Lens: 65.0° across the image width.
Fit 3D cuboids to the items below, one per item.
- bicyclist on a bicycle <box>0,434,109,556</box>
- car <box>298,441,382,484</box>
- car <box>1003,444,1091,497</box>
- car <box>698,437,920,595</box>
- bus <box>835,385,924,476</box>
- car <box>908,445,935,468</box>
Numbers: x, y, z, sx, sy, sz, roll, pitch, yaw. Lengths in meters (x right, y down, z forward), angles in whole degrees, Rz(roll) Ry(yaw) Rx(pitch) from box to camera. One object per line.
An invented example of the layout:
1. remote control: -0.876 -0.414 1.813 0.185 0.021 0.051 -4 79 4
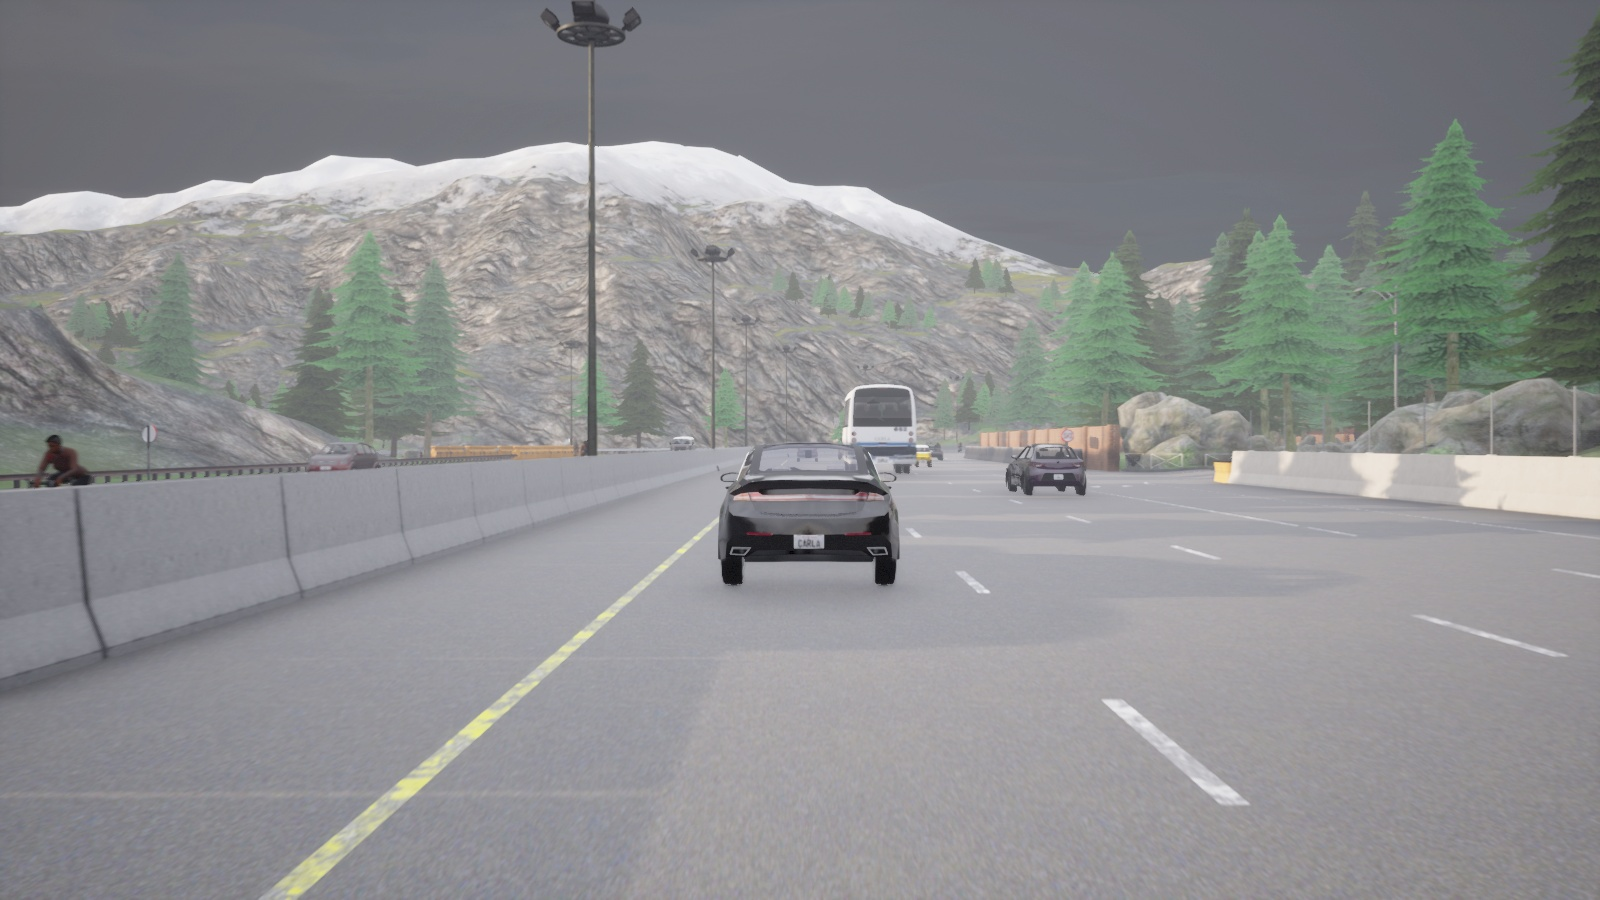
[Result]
1. bicyclist on a bicycle: -10.385 0.593 17.493 0.582 1.620 1.656 0 1 0
2. car: -17.216 0.450 47.185 1.789 1.549 3.705 0 0 0
3. car: 7.227 0.558 37.103 1.816 1.474 4.193 0 0 0
4. car: 0.098 0.621 14.521 2.128 1.511 4.902 0 0 0
5. bus: 3.882 -0.987 64.233 3.944 4.253 10.273 0 1 0
6. car: 7.456 0.373 77.356 1.481 1.376 2.207 0 1 0
